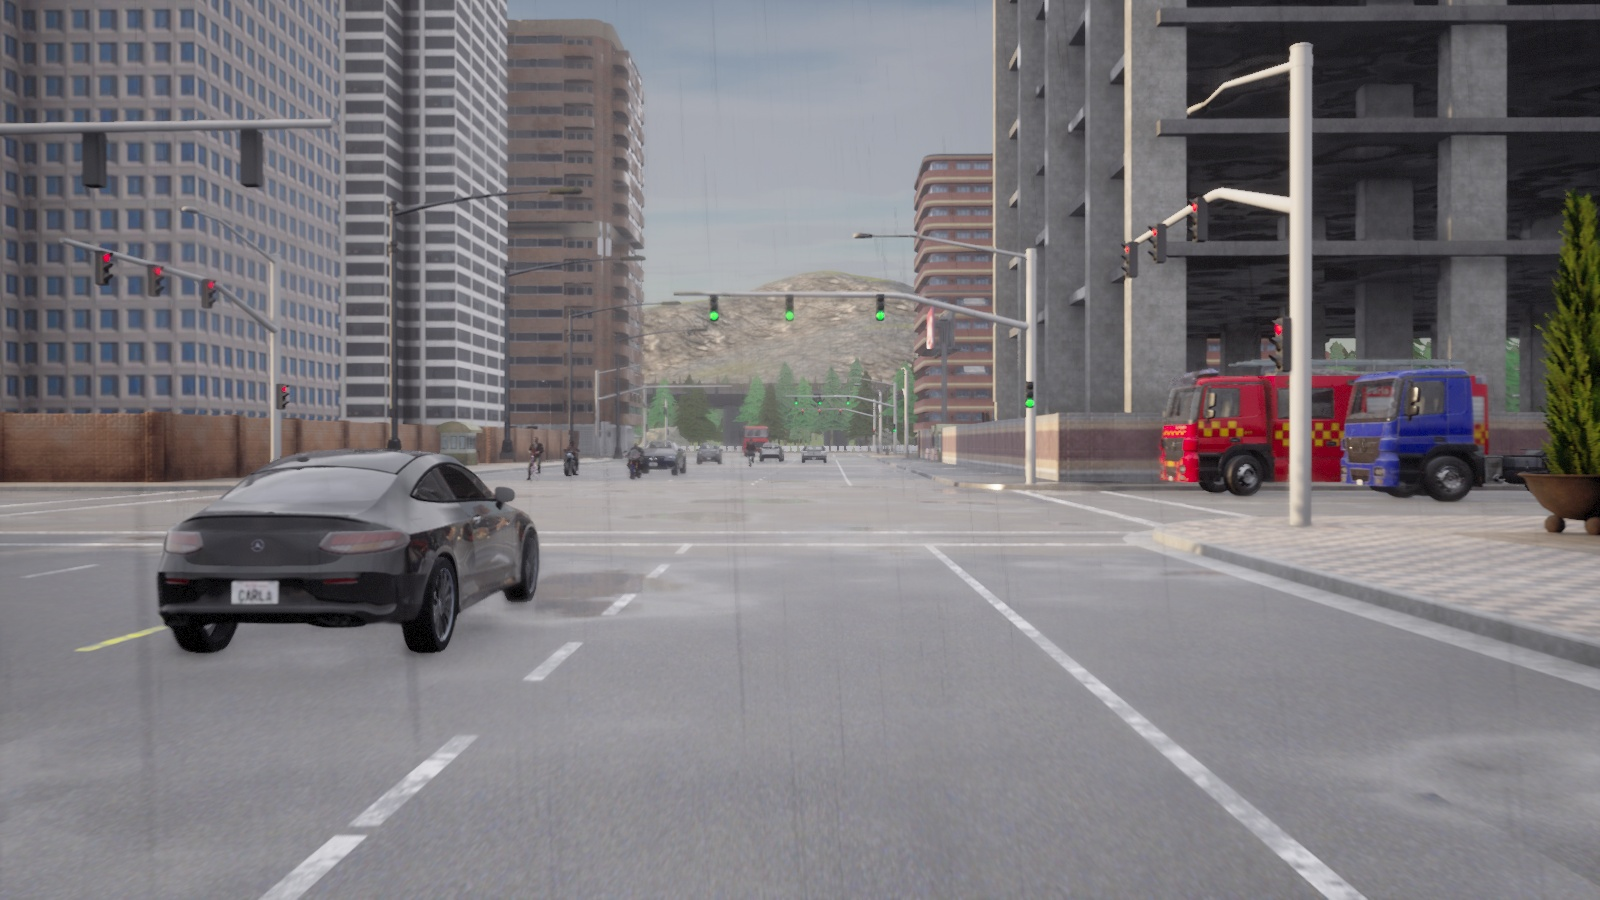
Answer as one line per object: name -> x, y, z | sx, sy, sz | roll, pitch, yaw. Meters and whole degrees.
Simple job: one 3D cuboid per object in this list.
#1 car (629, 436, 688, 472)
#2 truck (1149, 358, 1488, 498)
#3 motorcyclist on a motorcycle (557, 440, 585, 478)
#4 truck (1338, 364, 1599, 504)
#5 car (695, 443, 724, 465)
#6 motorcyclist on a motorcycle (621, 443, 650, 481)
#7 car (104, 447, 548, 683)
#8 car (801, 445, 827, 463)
car -> -6.666, 0.183, 59.800 | 2.152, 1.651, 5.027 | 0, 0, 1
truck -> 14.636, -0.609, 35.939 | 8.468, 3.827, 2.891 | 0, 0, 1
motorcyclist on a motorcycle -> -10.245, 0.372, 56.176 | 0.766, 1.649, 2.350 | 0, 0, 1
truck -> 18.475, -0.403, 32.397 | 7.936, 3.462, 2.891 | 0, 0, 1
car -> -6.225, 0.269, 86.330 | 1.845, 1.501, 3.633 | 0, 0, -2
motorcyclist on a motorcycle -> -6.828, 0.482, 52.203 | 0.866, 1.530, 2.191 | 0, 0, 1
car -> -3.425, 0.712, 10.175 | 1.812, 1.442, 4.674 | 0, 0, 0
car -> 1.087, 0.315, 94.584 | 1.895, 1.301, 4.718 | 0, 0, 1
